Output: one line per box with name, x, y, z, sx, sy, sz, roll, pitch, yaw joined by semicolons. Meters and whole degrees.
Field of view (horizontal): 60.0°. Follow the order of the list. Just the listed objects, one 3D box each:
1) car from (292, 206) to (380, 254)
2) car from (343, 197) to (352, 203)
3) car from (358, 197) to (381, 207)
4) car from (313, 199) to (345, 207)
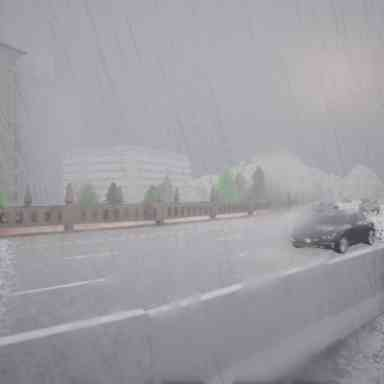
car;5.966;1.526;13.749;4.892;1.490;1.837;0;0;-44
car;32.178;1.693;69.010;1.895;1.301;4.718;-1;0;26
car;18.742;1.556;35.059;2.128;1.511;4.902;-1;-1;31
car;13.290;1.634;32.930;2.033;1.411;5.357;-1;0;34
